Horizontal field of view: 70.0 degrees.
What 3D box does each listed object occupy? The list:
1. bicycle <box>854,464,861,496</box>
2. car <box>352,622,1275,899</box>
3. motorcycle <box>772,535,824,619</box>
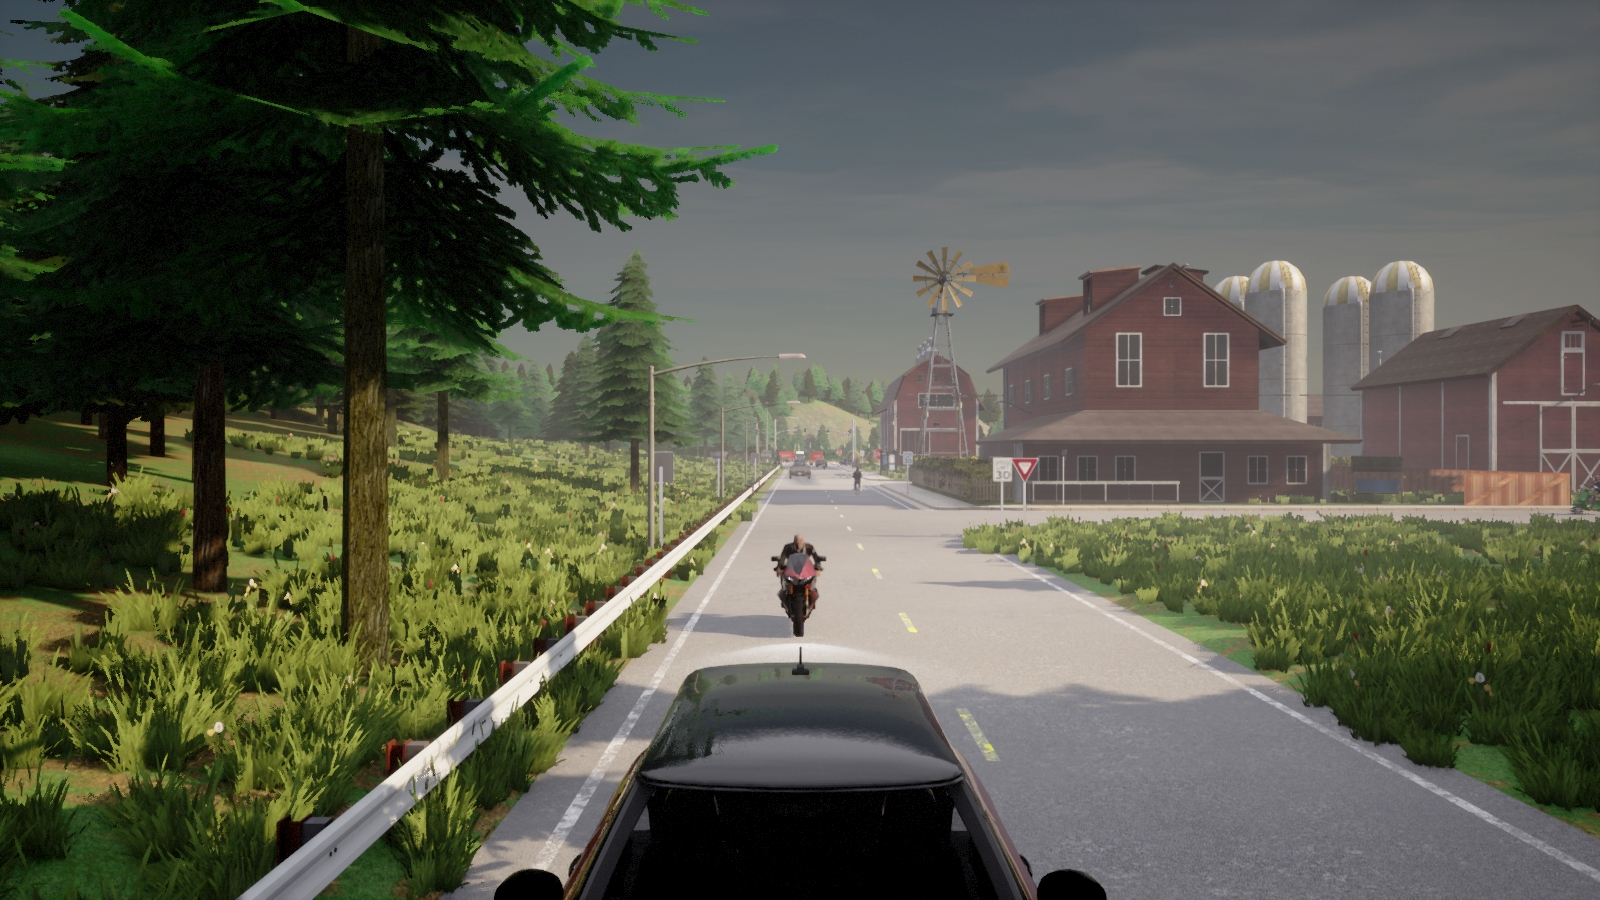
[{"bbox_3d":[3.513,1.836,70.016,0.329,1.919,1.835,0,0,0],"label":"bicycle"},{"bbox_3d":[0.033,1.906,4.501,2.097,1.767,4.553,0,0,0],"label":"car"},{"bbox_3d":[-0.036,2.205,20.213,0.867,1.251,2.209,0,0,0],"label":"motorcycle"}]
